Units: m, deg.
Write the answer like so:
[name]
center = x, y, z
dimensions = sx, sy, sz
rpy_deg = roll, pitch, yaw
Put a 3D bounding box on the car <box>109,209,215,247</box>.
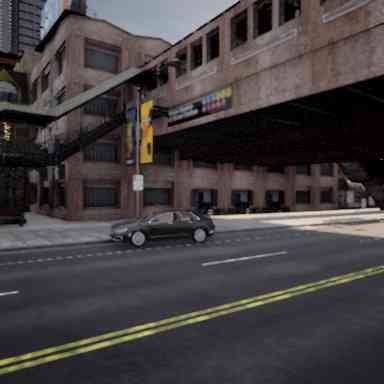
[car]
center = -1.273, 1.552, 15.252
dimensions = 4.892, 1.521, 2.231
rpy_deg = 1, 0, -26
